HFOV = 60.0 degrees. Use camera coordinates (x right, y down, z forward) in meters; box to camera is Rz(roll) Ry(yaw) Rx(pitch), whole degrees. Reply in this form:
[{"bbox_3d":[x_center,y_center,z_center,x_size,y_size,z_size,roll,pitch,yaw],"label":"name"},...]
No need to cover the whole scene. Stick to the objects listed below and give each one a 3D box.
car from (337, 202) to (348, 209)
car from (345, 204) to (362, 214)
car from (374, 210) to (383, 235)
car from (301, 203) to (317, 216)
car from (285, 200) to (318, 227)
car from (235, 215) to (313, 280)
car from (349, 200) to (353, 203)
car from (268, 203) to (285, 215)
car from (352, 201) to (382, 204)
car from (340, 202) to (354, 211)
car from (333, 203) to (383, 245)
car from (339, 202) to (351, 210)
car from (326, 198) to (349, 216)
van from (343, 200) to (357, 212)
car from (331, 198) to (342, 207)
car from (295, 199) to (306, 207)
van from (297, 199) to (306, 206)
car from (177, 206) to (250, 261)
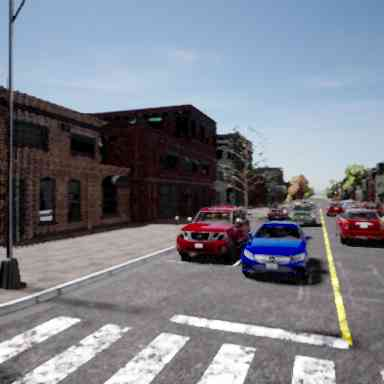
[{"bbox_3d":[30.594,2.675,67.628,1.802,1.307,4.206,0,-1,21],"label":"car"},{"bbox_3d":[22.726,2.365,46.879,1.802,1.307,4.206,0,-1,21],"label":"car"},{"bbox_3d":[12.950,1.923,21.102,1.752,1.417,4.829,0,-1,21],"label":"car"},{"bbox_3d":[15.292,2.225,43.316,1.837,1.490,4.892,0,-1,21],"label":"car"},{"bbox_3d":[9.036,1.792,27.080,2.097,1.767,4.553,0,-1,21],"label":"car"},{"bbox_3d":[2.912,1.723,10.931,1.812,1.442,4.674,0,-1,20],"label":"car"},{"bbox_3d":[20.758,2.146,41.693,1.967,1.590,4.097,0,-1,21],"label":"car"},{"bbox_3d":[8.988,1.966,34.288,1.967,1.590,4.097,0,-1,21],"label":"car"},{"bbox_3d":[16.824,1.865,31.321,2.192,1.841,5.009,0,-1,21],"label":"car"},{"bbox_3d":[26.660,2.483,57.254,1.887,1.381,4.507,0,-1,21],"label":"car"},{"bbox_3d":[8.900,1.677,17.736,2.097,1.767,4.553,0,-1,21],"label":"car"},{"bbox_3d":[28.627,2.597,62.441,1.802,1.307,4.206,0,-1,21],"label":"car"},{"bbox_3d":[17.782,2.028,41.219,2.097,1.767,4.553,0,-1,21],"label":"car"},{"bbox_3d":[24.692,2.202,52.070,1.690,1.788,3.998,0,-1,21],"label":"van"},{"bbox_3d":[36.687,2.570,84.523,2.150,2.045,5.566,0,-1,21],"label":"car"},{"bbox_3d":[24.724,2.461,75.789,2.192,1.841,5.009,0,-1,21],"label":"car"},{"bbox_3d":[26.691,2.564,80.976,1.690,1.788,3.998,0,-1,21],"label":"van"},{"bbox_3d":[1.120,1.530,13.541,2.192,1.841,5.009,0,-1,21],"label":"car"}]
